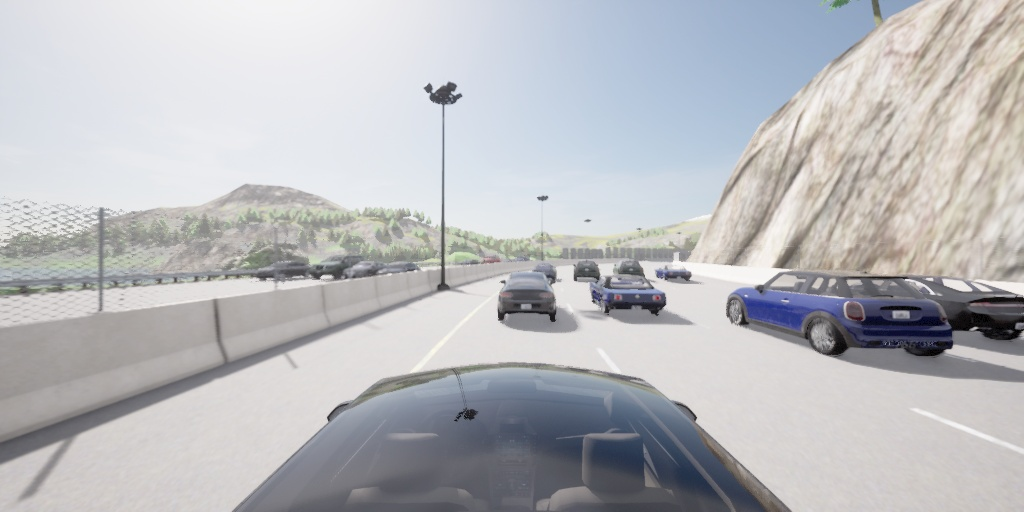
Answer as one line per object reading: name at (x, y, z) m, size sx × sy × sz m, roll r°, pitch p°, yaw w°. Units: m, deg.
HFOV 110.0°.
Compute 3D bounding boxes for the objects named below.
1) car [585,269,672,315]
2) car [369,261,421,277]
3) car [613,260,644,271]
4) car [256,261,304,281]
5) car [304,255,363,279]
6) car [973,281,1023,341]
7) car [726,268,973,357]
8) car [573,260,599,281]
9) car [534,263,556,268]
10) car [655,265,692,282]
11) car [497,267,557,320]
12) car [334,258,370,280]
car at (4.136, 1.357, 13.621) m, size 1.895 × 1.301 × 4.718 m, roll 0°, pitch 0°, yaw 4°
car at (-8.580, 1.222, 27.415) m, size 1.837 × 1.490 × 4.892 m, roll 0°, pitch 0°, yaw 8°
car at (9.883, 1.116, 30.688) m, size 2.097 × 1.767 × 4.553 m, roll 0°, pitch 0°, yaw 10°
car at (-18.822, 1.194, 29.886) m, size 1.837 × 1.490 × 4.892 m, roll 0°, pitch 0°, yaw 9°
car at (-15.057, 0.919, 31.488) m, size 2.150 × 2.045 × 5.566 m, roll 0°, pitch 0°, yaw 10°
car at (10.920, 1.267, 9.995) m, size 2.128 × 1.511 × 4.902 m, roll 0°, pitch 0°, yaw 3°
car at (7.371, 1.118, 8.833) m, size 2.097 × 1.767 × 4.553 m, roll 0°, pitch 0°, yaw 2°
car at (6.278, 1.107, 30.408) m, size 2.097 × 1.767 × 4.553 m, roll 0°, pitch 0°, yaw 10°
car at (2.825, 1.309, 30.995) m, size 1.994 × 1.385 × 4.181 m, roll 0°, pitch 0°, yaw 10°
car at (13.233, 1.374, 29.742) m, size 1.895 × 1.301 × 4.718 m, roll 0°, pitch 0°, yaw 10°
car at (0.549, 1.273, 12.474) m, size 1.812 × 1.442 × 4.674 m, roll 0°, pitch 0°, yaw 4°
car at (-11.824, 1.199, 29.412) m, size 2.128 × 1.511 × 4.902 m, roll 0°, pitch 0°, yaw 9°
